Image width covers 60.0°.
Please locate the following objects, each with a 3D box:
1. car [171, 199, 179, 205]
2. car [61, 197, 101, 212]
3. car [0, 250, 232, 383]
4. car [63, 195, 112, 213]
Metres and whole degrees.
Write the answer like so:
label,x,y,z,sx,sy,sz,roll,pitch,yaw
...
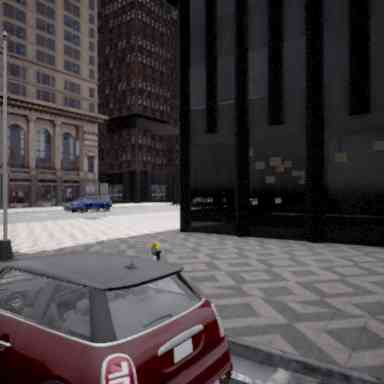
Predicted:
label,x,y,z,sx,sy,sz,roll,pitch,yaw
car,-1.781,1.772,61.151,1.895,1.301,4.718,0,0,35
car,-14.483,1.585,43.495,2.097,1.767,4.553,0,0,36
car,-1.660,1.473,4.140,4.097,1.590,1.967,-1,0,35
car,-12.382,1.440,40.853,2.150,2.045,5.566,0,0,36
